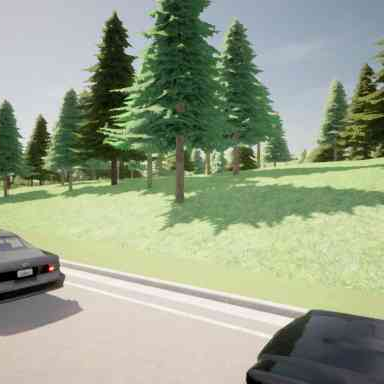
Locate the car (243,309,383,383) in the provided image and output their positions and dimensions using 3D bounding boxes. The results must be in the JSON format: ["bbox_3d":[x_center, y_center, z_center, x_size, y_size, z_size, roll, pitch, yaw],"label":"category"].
[{"bbox_3d":[2.680,1.601,2.079,4.718,1.301,1.895,0,0,36],"label":"car"}]

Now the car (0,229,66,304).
[{"bbox_3d":[-5.138,1.547,7.639,5.357,1.411,2.033,0,0,36],"label":"car"}]
